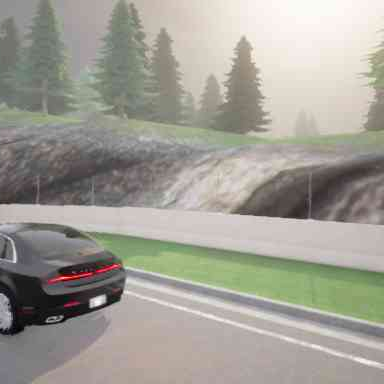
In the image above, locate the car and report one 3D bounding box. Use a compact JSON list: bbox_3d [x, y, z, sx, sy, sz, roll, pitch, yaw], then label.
[{"bbox_3d":[-3.395,1.351,6.456,4.892,1.490,1.837,2,1,35],"label":"car"}]
